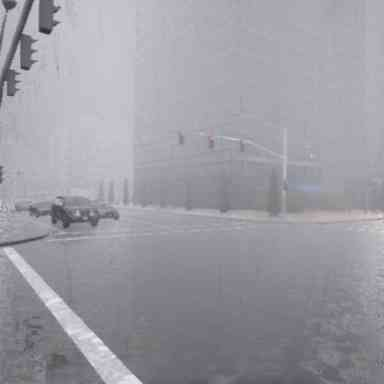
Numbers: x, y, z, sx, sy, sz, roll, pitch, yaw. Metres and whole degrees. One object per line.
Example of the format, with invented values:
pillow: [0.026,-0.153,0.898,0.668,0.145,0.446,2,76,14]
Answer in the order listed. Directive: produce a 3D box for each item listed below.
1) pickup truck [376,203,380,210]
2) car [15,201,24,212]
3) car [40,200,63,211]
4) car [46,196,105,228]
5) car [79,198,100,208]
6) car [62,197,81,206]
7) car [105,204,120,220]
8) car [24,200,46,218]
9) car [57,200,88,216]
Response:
pickup truck: [31.533,1.797,51.475,6.274,2.098,2.390,1,0,-5]
car: [-19.925,1.717,39.870,1.895,1.301,4.718,1,-1,-35]
car: [-18.817,1.765,44.376,1.895,1.301,4.718,1,-1,-35]
car: [-8.322,1.324,23.416,2.150,2.045,5.566,1,-1,-35]
car: [-16.647,1.788,53.768,1.812,1.442,4.674,1,-1,-35]
car: [-22.559,1.760,62.141,2.128,1.511,4.902,1,-1,-35]
car: [-7.816,1.715,28.782,1.994,1.385,4.181,1,-1,-35]
car: [-14.229,1.657,31.795,2.033,1.411,5.357,1,-1,-35]
car: [-13.003,1.635,36.130,1.882,1.535,5.008,1,-1,-35]
